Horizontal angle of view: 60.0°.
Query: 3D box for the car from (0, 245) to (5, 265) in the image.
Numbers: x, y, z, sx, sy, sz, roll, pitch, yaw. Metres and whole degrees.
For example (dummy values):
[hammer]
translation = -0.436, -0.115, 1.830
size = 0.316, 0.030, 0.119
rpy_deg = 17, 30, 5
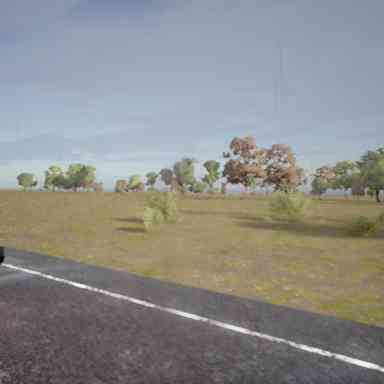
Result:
[car]
translation = -6.876, 1.450, 8.520
size = 4.718, 1.301, 1.895
rpy_deg = 1, 0, 35
